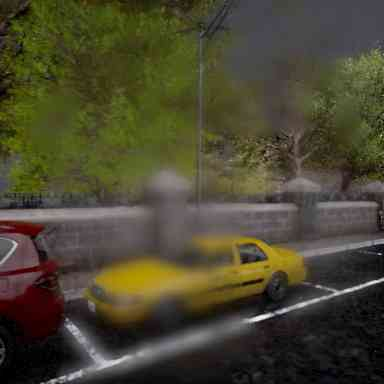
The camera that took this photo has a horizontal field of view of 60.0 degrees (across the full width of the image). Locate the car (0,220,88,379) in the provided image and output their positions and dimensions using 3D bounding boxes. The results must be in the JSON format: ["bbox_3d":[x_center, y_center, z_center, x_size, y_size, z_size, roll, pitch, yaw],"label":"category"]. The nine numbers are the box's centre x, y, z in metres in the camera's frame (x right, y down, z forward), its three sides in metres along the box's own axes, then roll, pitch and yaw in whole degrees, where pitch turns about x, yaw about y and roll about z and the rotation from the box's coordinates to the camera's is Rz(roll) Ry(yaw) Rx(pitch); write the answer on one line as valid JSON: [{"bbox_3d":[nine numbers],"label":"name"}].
[{"bbox_3d":[-4.036,1.314,3.681,5.009,1.841,2.192,0,0,-35],"label":"car"}]

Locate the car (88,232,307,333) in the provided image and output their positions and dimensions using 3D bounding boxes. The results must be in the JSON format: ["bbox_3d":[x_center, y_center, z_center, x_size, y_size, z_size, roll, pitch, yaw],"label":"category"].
[{"bbox_3d":[0.342,1.533,6.788,4.829,1.417,1.752,0,0,-35],"label":"car"}]
